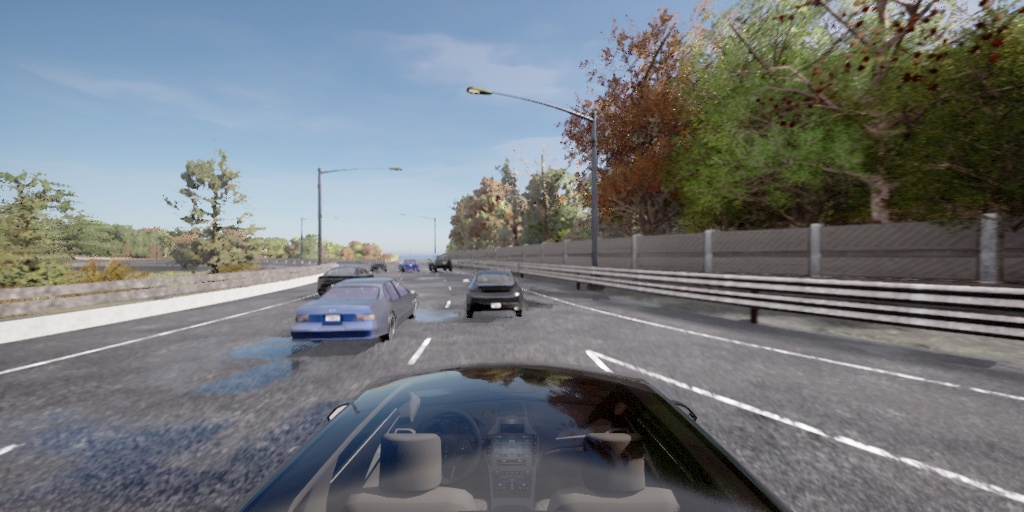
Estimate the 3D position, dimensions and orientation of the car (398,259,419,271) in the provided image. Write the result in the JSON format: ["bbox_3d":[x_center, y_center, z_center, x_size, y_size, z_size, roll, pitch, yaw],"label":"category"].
[{"bbox_3d":[-13.307,1.124,45.984,2.097,1.767,4.553,0,0,-24],"label":"car"}]

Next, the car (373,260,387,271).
[{"bbox_3d":[-17.366,1.293,46.474,1.837,1.490,4.892,0,0,-25],"label":"car"}]

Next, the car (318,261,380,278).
[{"bbox_3d":[-8.635,1.250,19.058,1.882,1.535,5.008,0,0,-10],"label":"car"}]

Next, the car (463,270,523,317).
[{"bbox_3d":[-0.738,1.249,13.248,1.837,1.490,4.892,0,0,-6],"label":"car"}]

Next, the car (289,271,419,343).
[{"bbox_3d":[-3.857,1.307,9.773,2.033,1.411,5.357,0,0,-5],"label":"car"}]

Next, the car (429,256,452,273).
[{"bbox_3d":[-9.004,0.976,45.001,2.150,2.045,5.566,0,0,-22],"label":"car"}]
